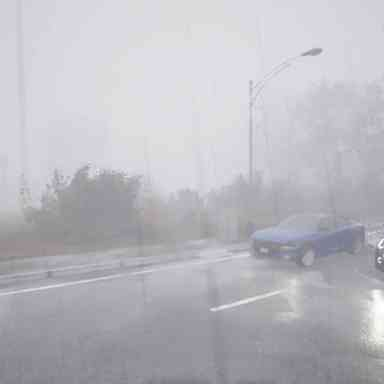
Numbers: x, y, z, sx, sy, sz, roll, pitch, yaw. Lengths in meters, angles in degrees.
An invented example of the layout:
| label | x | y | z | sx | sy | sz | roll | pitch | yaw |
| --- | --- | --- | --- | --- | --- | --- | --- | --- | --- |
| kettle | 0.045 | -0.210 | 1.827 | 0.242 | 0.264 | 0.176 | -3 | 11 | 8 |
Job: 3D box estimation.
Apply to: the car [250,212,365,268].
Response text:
| label | x | y | z | sx | sy | sz | roll | pitch | yaw |
| --- | --- | --- | --- | --- | --- | --- | --- | --- | --- |
| car | 4.137 | 1.485 | 11.579 | 5.008 | 1.535 | 1.882 | 0 | 0 | -38 |

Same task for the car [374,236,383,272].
| label | x | y | z | sx | sy | sz | roll | pitch | yaw |
| --- | --- | --- | --- | --- | --- | --- | --- | --- | --- |
| car | 7.094 | 1.357 | 9.466 | 4.553 | 1.767 | 2.097 | 0 | 0 | -39 |
